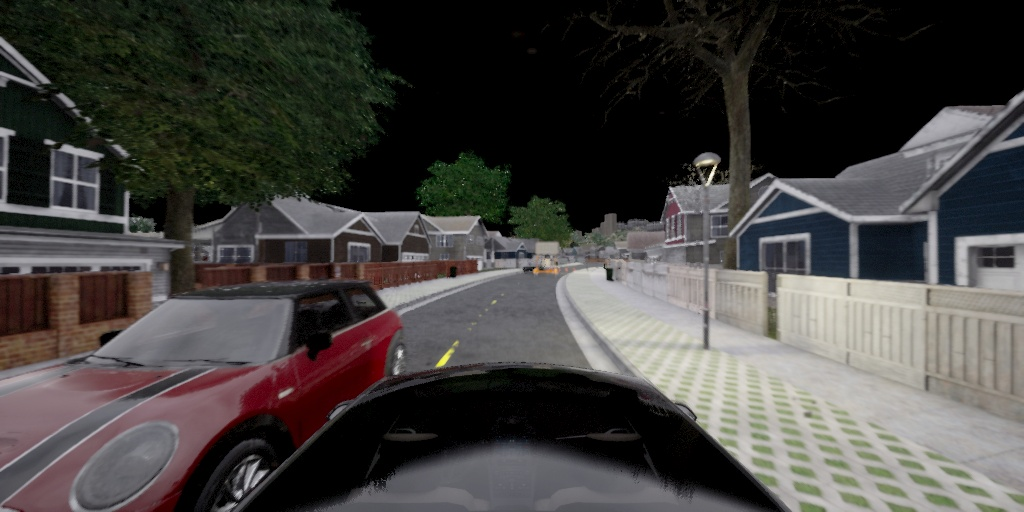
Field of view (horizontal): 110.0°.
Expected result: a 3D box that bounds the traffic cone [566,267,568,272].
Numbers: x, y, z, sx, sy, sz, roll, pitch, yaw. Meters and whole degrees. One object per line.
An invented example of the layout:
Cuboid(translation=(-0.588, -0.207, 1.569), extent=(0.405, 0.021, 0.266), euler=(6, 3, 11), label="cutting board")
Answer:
Cuboid(translation=(7.334, 1.797, 48.223), extent=(0.340, 0.580, 0.340), euler=(0, 0, 13), label="traffic cone")

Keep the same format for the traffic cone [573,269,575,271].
Cuboid(translation=(8.306, 1.796, 47.990), extent=(0.340, 0.580, 0.340), euler=(0, 0, 13), label="traffic cone")

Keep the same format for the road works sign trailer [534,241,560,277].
Cuboid(translation=(3.493, 0.264, 35.776), extent=(2.380, 3.560, 2.880), euler=(0, 0, 14), label="road works sign trailer")

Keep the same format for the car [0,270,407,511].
Cuboid(translation=(-2.748, 1.093, 3.776), extent=(2.097, 1.767, 4.553), euler=(0, 0, 2), label="car")

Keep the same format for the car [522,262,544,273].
Cuboid(translation=(2.621, 1.427, 43.915), extent=(1.895, 1.301, 4.718), euler=(0, 0, 15), label="car")
